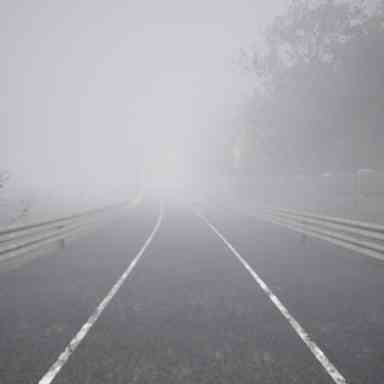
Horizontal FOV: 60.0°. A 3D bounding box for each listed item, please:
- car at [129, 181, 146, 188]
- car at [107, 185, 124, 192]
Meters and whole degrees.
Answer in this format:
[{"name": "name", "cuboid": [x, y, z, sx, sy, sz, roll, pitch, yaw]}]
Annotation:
[{"name": "car", "cuboid": [-14.815, -1.724, 88.503, 1.895, 1.301, 4.718, 1, 4, 18]}, {"name": "car", "cuboid": [-16.502, -0.669, 71.996, 2.128, 1.511, 4.902, 1, 4, 18]}]
